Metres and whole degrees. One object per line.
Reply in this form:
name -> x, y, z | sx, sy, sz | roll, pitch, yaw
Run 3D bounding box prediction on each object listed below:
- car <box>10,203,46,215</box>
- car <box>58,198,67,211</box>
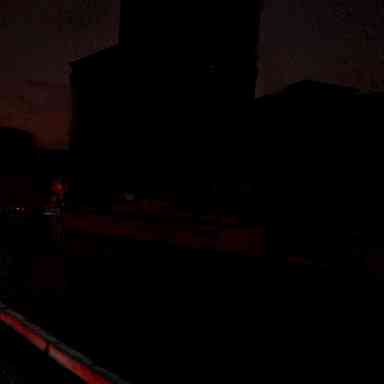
car -> -19.816, 2.022, 40.525 | 2.033, 1.411, 5.357 | 4, -1, 3
car -> -18.274, 2.060, 51.821 | 2.150, 2.045, 5.566 | 4, -1, 19
